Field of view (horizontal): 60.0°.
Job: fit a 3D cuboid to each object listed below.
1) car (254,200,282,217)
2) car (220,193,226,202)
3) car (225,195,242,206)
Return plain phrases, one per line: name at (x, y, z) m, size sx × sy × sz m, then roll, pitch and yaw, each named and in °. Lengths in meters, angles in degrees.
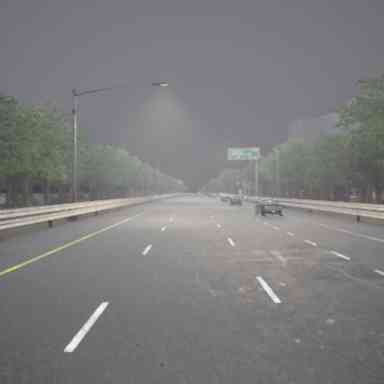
car at (7.055, 1.490, 31.102) m, size 2.128 × 1.511 × 4.902 m, roll 0°, pitch 0°, yaw 0°
car at (7.280, 1.482, 73.123) m, size 2.128 × 1.511 × 4.902 m, roll 0°, pitch 0°, yaw 0°
car at (7.170, 1.529, 55.575) m, size 1.837 × 1.490 × 4.892 m, roll 0°, pitch 0°, yaw 0°
